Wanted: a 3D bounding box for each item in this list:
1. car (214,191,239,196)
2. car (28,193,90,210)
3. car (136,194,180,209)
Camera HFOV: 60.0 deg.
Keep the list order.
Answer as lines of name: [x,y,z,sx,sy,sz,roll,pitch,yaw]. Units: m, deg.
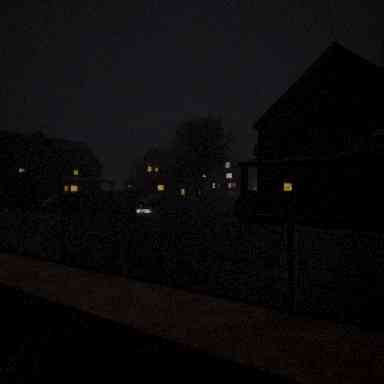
car: [4.798,0.541,45.176,2.033,1.411,5.357,1,2,36]
car: [-9.788,0.937,24.615,2.097,1.767,4.553,1,2,35]
car: [-3.313,0.868,33.772,2.033,1.411,5.357,1,2,35]
